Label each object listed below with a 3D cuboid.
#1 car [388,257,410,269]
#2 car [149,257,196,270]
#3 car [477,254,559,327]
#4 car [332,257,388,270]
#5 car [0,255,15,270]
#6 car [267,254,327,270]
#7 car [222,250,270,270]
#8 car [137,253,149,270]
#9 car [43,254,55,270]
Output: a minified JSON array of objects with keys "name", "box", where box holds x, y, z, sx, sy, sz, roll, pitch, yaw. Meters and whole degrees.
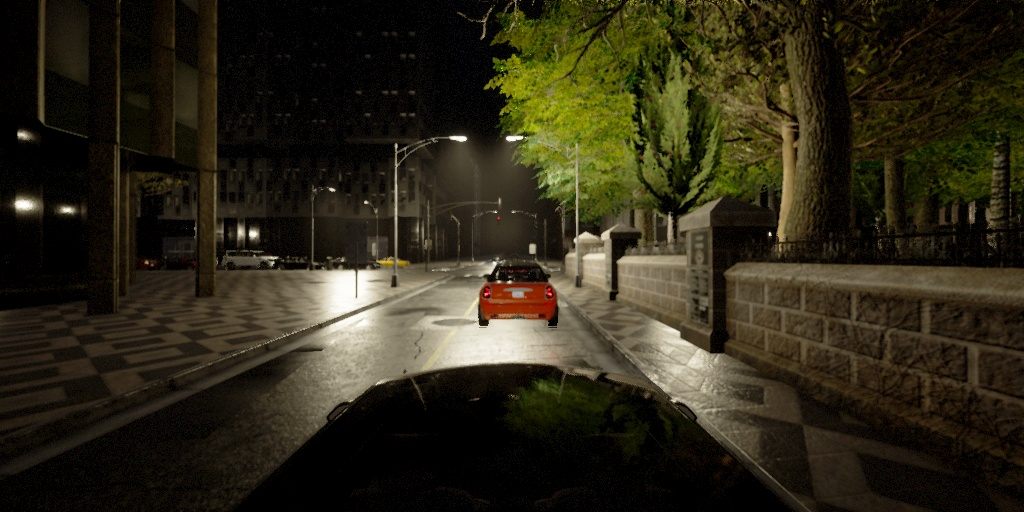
[{"name":"car","box":[-14.477,0.761,42.104,4.829,1.417,1.751,0,0,1]},{"name":"car","box":[-30.945,0.795,33.790,4.207,1.307,1.802,0,0,1]},{"name":"car","box":[0.163,0.952,11.061,2.097,1.767,4.553,0,1,0]},{"name":"car","box":[-14.407,0.743,33.577,4.403,1.370,2.007,0,0,1]},{"name":"car","box":[-48.893,0.818,36.779,4.181,1.385,1.994,0,0,1]},{"name":"car","box":[-19.920,0.765,33.648,4.313,1.339,1.948,0,0,1]},{"name":"car","box":[-26.208,0.442,36.398,5.566,2.045,2.150,0,0,1]},{"name":"car","box":[-36.458,0.536,33.861,5.009,1.841,2.192,0,0,1]},{"name":"car","box":[-41.970,0.668,33.932,4.097,1.591,1.967,0,0,1]}]
